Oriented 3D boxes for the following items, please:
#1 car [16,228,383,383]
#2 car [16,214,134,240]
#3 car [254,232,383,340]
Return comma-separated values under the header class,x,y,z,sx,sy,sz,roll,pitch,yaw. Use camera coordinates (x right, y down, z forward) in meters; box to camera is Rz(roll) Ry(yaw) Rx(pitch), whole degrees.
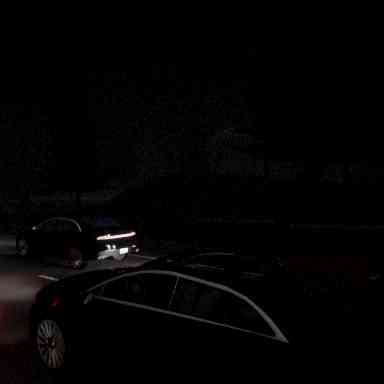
class,x,y,z,sx,sy,sz,roll,pitch,yaw
car,-0.039,1.490,4.016,4.902,1.511,2.128,0,0,35
car,-3.941,1.478,11.016,4.902,1.511,2.128,0,0,36
car,3.638,1.601,5.696,4.718,1.301,1.895,0,0,36
